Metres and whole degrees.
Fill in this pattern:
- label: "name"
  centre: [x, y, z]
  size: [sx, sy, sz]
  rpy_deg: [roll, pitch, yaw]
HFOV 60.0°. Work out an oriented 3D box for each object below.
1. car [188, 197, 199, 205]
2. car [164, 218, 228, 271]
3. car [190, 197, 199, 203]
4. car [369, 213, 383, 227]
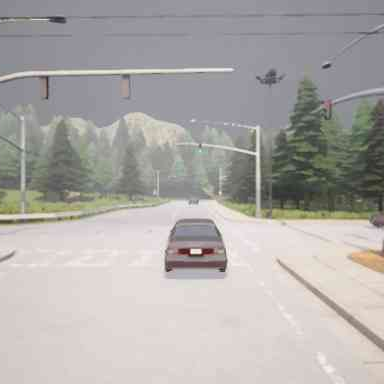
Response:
- label: "car"
  centre: [0.257, 1.708, 63.658]
  size: [2.033, 1.411, 5.357]
  rpy_deg: [0, 0, 2]
- label: "car"
  centre: [0.100, 1.580, 11.036]
  size: [2.033, 1.411, 5.357]
  rpy_deg: [0, 0, 0]
- label: "car"
  centre: [0.651, 1.781, 74.122]
  size: [1.895, 1.301, 4.718]
  rpy_deg: [0, 0, 2]
- label: "car"
  centre: [13.613, 1.578, 20.801]
  size: [4.674, 1.442, 1.812]
  rpy_deg: [0, 0, 1]
